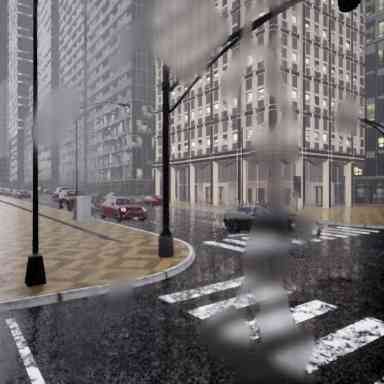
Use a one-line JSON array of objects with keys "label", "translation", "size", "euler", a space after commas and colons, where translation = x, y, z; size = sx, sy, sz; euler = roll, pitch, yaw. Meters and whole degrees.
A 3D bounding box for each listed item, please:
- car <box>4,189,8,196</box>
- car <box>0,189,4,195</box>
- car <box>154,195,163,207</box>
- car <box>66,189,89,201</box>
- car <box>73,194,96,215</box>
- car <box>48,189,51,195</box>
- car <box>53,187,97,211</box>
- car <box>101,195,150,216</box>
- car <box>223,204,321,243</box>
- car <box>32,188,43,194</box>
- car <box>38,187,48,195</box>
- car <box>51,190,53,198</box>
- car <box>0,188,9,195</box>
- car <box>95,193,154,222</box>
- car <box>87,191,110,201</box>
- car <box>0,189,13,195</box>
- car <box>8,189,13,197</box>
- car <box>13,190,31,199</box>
[{"label": "car", "translation": [-33.797, 0.208, 63.032], "size": [1.887, 1.381, 4.507], "euler": [1, 0, -36]}, {"label": "car", "translation": [-37.040, 0.107, 67.566], "size": [2.008, 1.369, 4.403], "euler": [1, 0, -36]}, {"label": "car", "translation": [-4.318, 0.982, 36.221], "size": [1.802, 1.307, 4.206], "euler": [1, 0, -36]}, {"label": "car", "translation": [-17.187, 0.400, 49.737], "size": [2.097, 1.767, 4.553], "euler": [0, 1, -36]}, {"label": "car", "translation": [-7.855, 1.103, 26.762], "size": [1.802, 1.307, 4.206], "euler": [1, 0, -36]}, {"label": "car", "translation": [-23.132, 0.329, 58.050], "size": [1.882, 1.535, 5.008], "euler": [0, 1, -36]}, {"label": "car", "translation": [-11.090, 0.729, 31.295], "size": [2.192, 1.841, 5.009], "euler": [1, 0, -36]}, {"label": "car", "translation": [-5.789, 1.063, 28.312], "size": [2.033, 1.411, 5.357], "euler": [0, 1, -36]}, {"label": "car", "translation": [3.494, 1.315, 15.327], "size": [2.128, 1.511, 4.902], "euler": [0, 1, -36]}, {"label": "car", "translation": [-40.002, -0.213, 86.112], "size": [1.947, 1.339, 4.313], "euler": [1, 0, -36]}, {"label": "car", "translation": [-33.514, -0.020, 77.041], "size": [1.887, 1.381, 4.507], "euler": [1, 0, -36]}, {"label": "car", "translation": [-15.964, 0.403, 42.586], "size": [2.150, 2.045, 5.566], "euler": [0, 1, -35]}, {"label": "car", "translation": [-43.526, -0.112, 76.633], "size": [1.887, 1.381, 4.507], "euler": [1, 0, -36]}, {"label": "car", "translation": [-4.608, 1.069, 22.228], "size": [1.967, 1.590, 4.097], "euler": [1, 0, -36]}, {"label": "car", "translation": [-14.050, 0.644, 49.829], "size": [1.947, 1.339, 4.313], "euler": [1, 0, -36]}, {"label": "car", "translation": [-40.283, 0.016, 72.100], "size": [1.947, 1.339, 4.313], "euler": [1, 0, -36]}, {"label": "car", "translation": [-30.554, 0.321, 58.498], "size": [2.008, 1.369, 4.403], "euler": [1, 0, -36]}, {"label": "car", "translation": [-27.311, 0.422, 53.965], "size": [1.887, 1.381, 4.507], "euler": [1, 0, -36]}]
